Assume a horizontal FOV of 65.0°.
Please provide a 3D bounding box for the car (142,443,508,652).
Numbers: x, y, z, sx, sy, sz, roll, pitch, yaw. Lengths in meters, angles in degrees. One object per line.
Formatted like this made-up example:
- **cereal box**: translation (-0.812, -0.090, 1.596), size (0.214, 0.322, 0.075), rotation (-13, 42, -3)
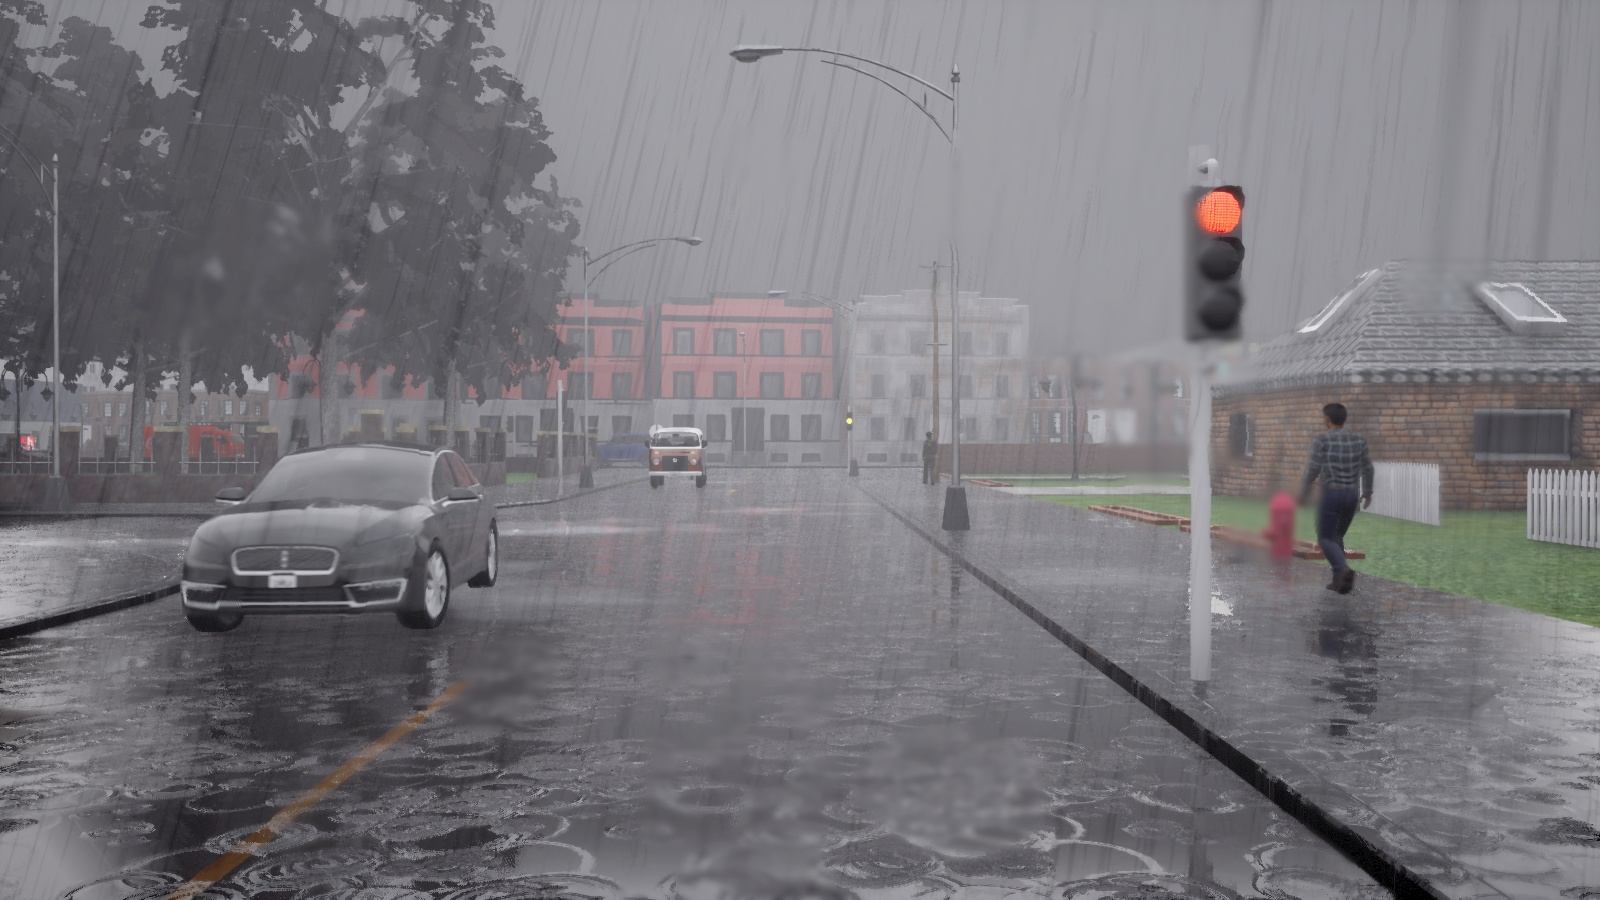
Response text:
- **car**: translation (-3.963, 0.684, 11.441), size (1.837, 1.490, 4.892), rotation (0, 0, -5)

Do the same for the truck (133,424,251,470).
- **truck**: translation (-33.244, -0.155, 68.773), size (5.204, 2.467, 2.627), rotation (0, 0, 0)

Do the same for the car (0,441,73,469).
- **car**: translation (-42.887, 0.280, 68.747), size (4.902, 1.511, 2.128), rotation (0, 0, 0)

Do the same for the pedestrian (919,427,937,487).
- **pedestrian**: translation (4.211, 0.226, 41.329), size (0.395, 1.930, 0.692), rotation (0, 0, -10)

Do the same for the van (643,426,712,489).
- **van**: translation (-4.137, 0.224, 42.958), size (2.069, 2.038, 4.480), rotation (0, 0, -2)

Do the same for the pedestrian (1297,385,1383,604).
- **pedestrian**: translation (4.960, 0.395, 11.569), size (0.423, 1.949, 0.788), rotation (0, 0, -2)

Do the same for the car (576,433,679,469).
- **car**: translation (-9.981, 0.046, 72.828), size (5.566, 2.045, 2.150), rotation (0, 0, 8)
